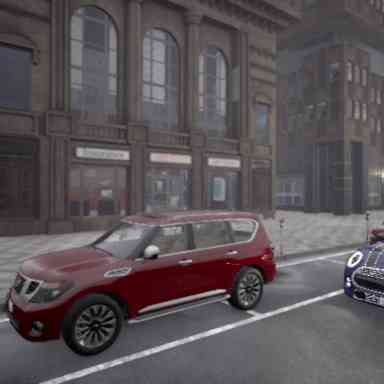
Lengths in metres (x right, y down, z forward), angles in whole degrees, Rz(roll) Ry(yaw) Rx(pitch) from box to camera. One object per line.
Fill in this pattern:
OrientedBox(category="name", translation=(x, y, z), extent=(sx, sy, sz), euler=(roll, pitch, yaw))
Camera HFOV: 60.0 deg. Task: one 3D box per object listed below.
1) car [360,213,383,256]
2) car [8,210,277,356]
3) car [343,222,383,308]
OrientedBox(category="car", translation=(8.565, 1.542, 12.758), extent=(4.507, 1.381, 1.887), euler=(0, 0, -36))
OrientedBox(category="car", translation=(-0.554, 1.315, 6.249), extent=(5.009, 1.841, 2.192), euler=(0, 0, -36))
OrientedBox(category="car", translation=(5.269, 1.350, 7.137), extent=(4.553, 1.767, 2.097), euler=(0, 0, -35))
